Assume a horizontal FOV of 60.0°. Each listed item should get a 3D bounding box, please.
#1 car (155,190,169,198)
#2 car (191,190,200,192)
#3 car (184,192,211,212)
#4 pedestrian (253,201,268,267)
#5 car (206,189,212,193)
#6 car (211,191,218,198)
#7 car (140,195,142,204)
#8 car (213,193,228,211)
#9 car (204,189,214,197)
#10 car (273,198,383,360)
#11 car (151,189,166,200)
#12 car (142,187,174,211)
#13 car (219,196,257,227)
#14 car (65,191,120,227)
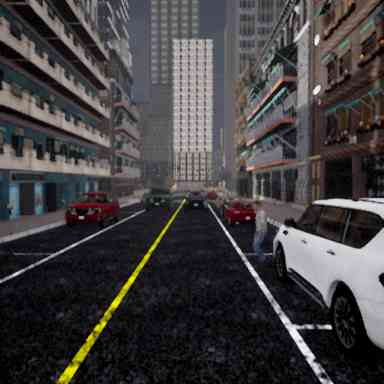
[{"bbox_3d":[-5.176,0.324,57.834,1.887,1.381,4.507,-1,1,1],"label":"car"},{"bbox_3d":[0.481,0.554,44.879,1.837,1.490,4.892,0,1,1],"label":"car"},{"bbox_3d":[0.339,0.955,28.657,1.994,1.385,4.181,0,1,0],"label":"car"},{"bbox_3d":[1.909,1.097,9.127,0.375,1.860,0.375,-1,2,1],"label":"pedestrian"},{"bbox_3d":[3.155,0.440,52.222,1.887,1.381,4.507,-1,1,1],"label":"car"},{"bbox_3d":[2.956,0.881,30.303,1.752,1.417,4.829,-1,1,1],"label":"car"},{"bbox_3d":[-5.326,0.708,41.268,1.802,1.307,4.206,-1,1,1],"label":"car"},{"bbox_3d":[2.904,1.026,24.612,2.008,1.369,4.403,-1,1,1],"label":"car"},{"bbox_3d":[3.256,0.186,63.435,1.752,1.417,4.829,-1,1,1],"label":"car"},{"bbox_3d":[3.052,1.097,5.870,2.150,2.045,5.566,0,1,1],"label":"car"},{"bbox_3d":[-5.227,0.335,52.309,1.967,1.590,4.097,-1,1,1],"label":"car"},{"bbox_3d":[-2.830,0.582,30.045,2.150,2.045,5.566,0,1,1],"label":"car"},{"bbox_3d":[2.854,1.137,19.089,1.887,1.381,4.507,-1,1,1],"label":"car"},{"bbox_3d":[-5.529,0.906,19.174,2.192,1.841,5.009,-1,1,1],"label":"car"}]
